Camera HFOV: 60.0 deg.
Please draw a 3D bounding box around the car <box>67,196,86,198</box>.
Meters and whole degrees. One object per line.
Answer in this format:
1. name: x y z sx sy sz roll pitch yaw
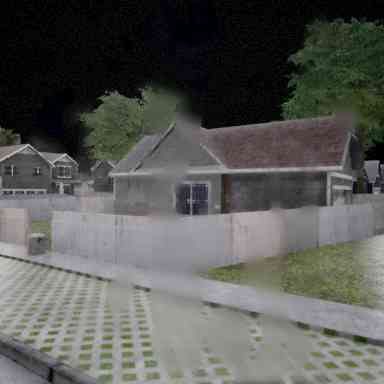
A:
1. car: -12.753 1.167 36.183 1.837 1.490 4.892 1 1 34
